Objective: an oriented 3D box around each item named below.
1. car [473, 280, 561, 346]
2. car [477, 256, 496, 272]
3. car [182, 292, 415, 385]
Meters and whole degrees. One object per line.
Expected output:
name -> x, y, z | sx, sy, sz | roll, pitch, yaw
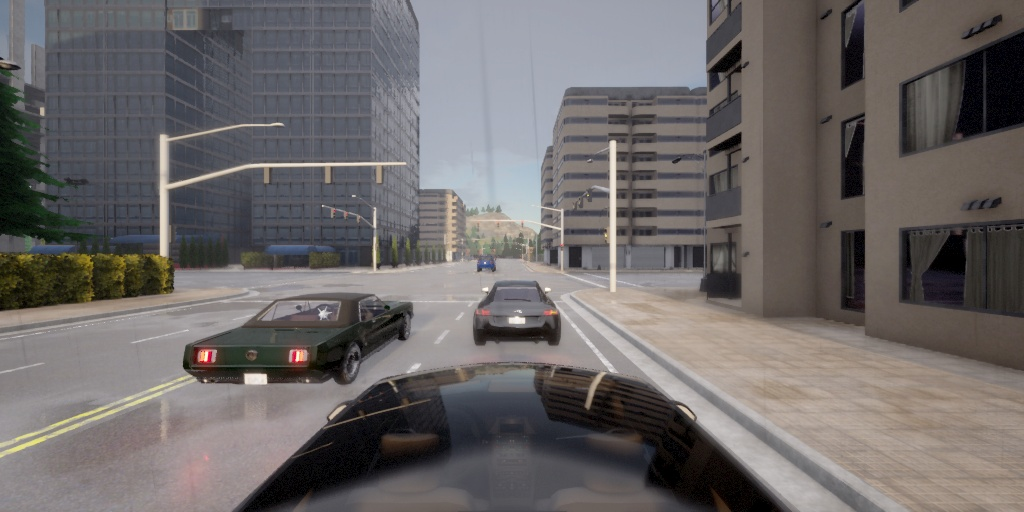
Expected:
car -> 0.123, 1.314, 9.464 | 1.994, 1.385, 4.181 | 0, 0, 0
car -> -3.247, 0.971, 46.222 | 2.150, 2.045, 5.566 | 0, 0, 0
car -> -3.386, 1.351, 6.984 | 1.895, 1.301, 4.718 | 0, 0, 0
